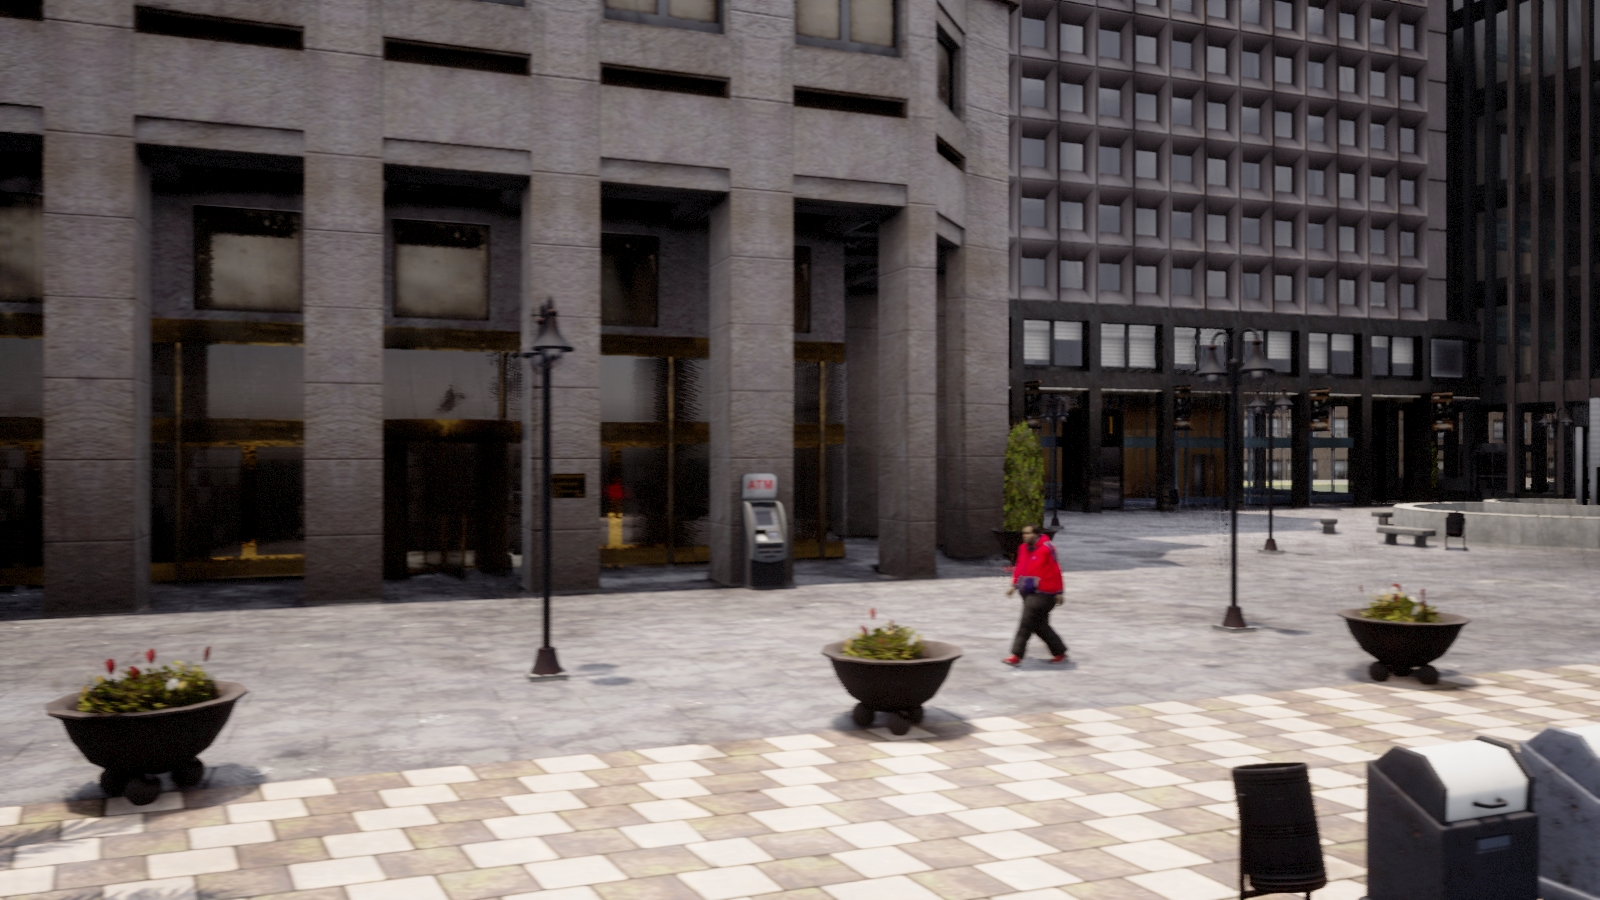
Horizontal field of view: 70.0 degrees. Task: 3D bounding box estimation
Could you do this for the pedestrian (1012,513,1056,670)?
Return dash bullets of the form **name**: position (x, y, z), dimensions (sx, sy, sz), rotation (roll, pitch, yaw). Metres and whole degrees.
- **pedestrian**: position (2.855, 1.707, 13.935), dimensions (0.375, 1.860, 0.375), rotation (0, 0, -23)
